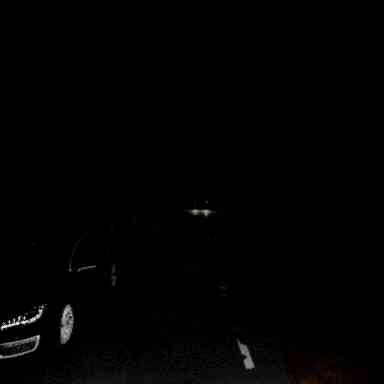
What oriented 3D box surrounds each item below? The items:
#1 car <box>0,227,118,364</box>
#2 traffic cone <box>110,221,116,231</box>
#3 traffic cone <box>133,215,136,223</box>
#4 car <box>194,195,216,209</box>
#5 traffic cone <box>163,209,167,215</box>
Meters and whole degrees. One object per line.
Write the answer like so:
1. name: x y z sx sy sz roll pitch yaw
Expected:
1. car: -2.695 1.500 6.255 1.837 1.490 4.892 0 0 0
2. traffic cone: -4.695 1.999 19.555 0.340 0.580 0.340 0 0 4
3. traffic cone: -4.262 2.019 24.646 0.340 0.580 0.340 0 0 6
4. car: 2.010 1.465 49.245 2.150 2.045 5.566 1 0 17
5. traffic cone: -2.798 2.062 34.759 0.340 0.580 0.340 0 0 10
